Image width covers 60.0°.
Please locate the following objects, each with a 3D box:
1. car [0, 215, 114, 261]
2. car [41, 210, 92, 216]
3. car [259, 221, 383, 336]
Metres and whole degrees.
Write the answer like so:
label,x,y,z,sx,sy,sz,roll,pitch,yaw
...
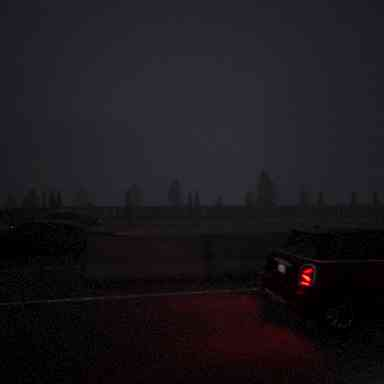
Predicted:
label,x,y,z,sx,sy,sz,roll,pitch,yaw
car,-5.462,1.739,12.166,5.357,1.411,2.033,0,-1,-11
car,-7.598,1.800,18.880,4.892,1.490,1.837,0,-1,-11
car,3.756,1.447,6.648,4.553,1.767,2.097,0,-1,-11
